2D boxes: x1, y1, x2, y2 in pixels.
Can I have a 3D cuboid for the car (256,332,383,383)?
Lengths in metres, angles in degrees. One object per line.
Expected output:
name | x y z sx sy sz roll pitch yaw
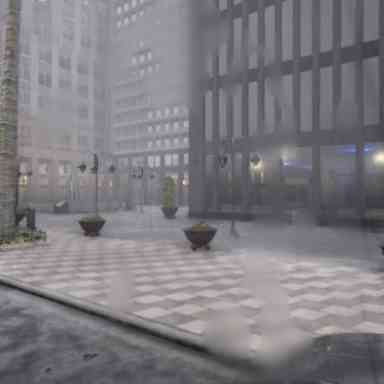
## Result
car | 2.620 1.484 1.493 4.892 1.521 2.231 0 0 35
